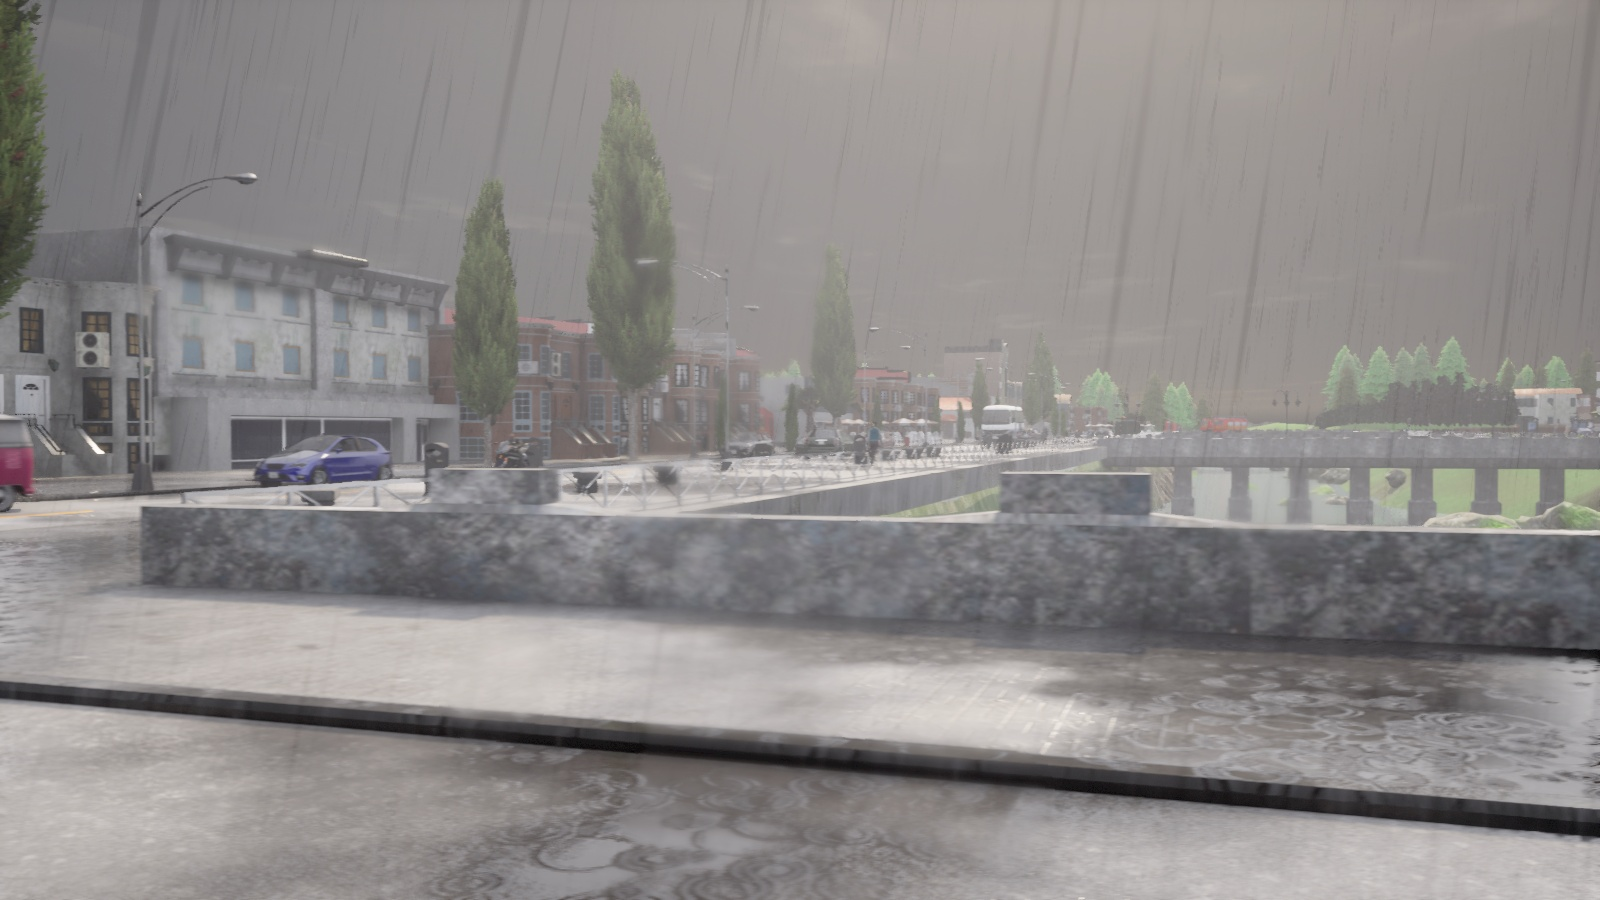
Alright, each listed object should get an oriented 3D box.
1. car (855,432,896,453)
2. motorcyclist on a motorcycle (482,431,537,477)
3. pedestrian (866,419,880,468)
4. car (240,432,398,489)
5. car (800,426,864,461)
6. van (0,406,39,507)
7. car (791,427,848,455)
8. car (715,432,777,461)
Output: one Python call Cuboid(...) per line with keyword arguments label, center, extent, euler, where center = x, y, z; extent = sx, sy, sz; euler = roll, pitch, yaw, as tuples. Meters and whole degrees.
Cuboid(label="car", center=(5.430, -0.568, 89.967), extent=(1.812, 1.442, 4.674), euler=(1, 1, 19))
Cuboid(label="motorcyclist on a motorcycle", center=(-10.103, 0.123, 43.756), extent=(0.866, 1.530, 2.191), euler=(1, 1, 19))
Cuboid(label="pedestrian", center=(2.947, -0.265, 50.719), extent=(0.396, 1.930, 0.692), euler=(0, 1, 15))
Cuboid(label="car", center=(-13.165, 0.236, 34.643), extent=(1.816, 1.474, 4.193), euler=(1, 1, 19))
Cuboid(label="car", center=(1.730, -0.372, 66.402), extent=(2.097, 1.767, 4.553), euler=(1, 1, 19))
Cuboid(label="van", center=(-16.902, 0.139, 23.517), extent=(1.775, 1.987, 4.442), euler=(1, 1, 19))
Cuboid(label="car", center=(1.230, -0.565, 77.465), extent=(2.242, 1.667, 4.611), euler=(1, 1, 19))
Cuboid(label="car", center=(-2.775, -0.220, 65.555), extent=(1.816, 1.474, 4.193), euler=(1, 1, 19))
